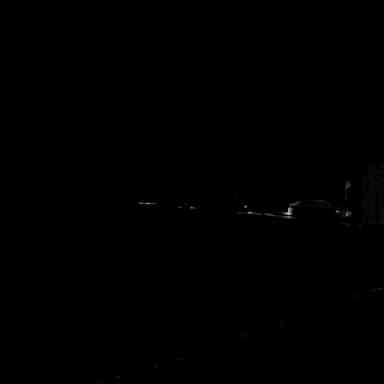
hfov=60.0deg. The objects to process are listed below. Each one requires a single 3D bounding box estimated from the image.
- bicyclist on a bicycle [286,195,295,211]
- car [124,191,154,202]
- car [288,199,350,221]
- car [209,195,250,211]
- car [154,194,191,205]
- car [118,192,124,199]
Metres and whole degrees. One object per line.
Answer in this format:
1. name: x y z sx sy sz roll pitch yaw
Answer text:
1. bicyclist on a bicycle: 10.265 1.137 34.393 1.656 1.620 0.582 0 1 -35
2. car: -8.073 0.610 50.415 2.097 1.767 4.553 1 0 -34
3. car: 9.458 1.284 25.087 1.812 1.442 4.674 1 1 -35
4. car: 3.670 1.084 33.421 2.128 1.511 4.902 1 1 -35
5. car: -2.298 0.969 42.016 2.033 1.411 5.357 1 1 -35
6. car: -12.266 0.625 61.393 1.812 1.442 4.674 1 1 -35
